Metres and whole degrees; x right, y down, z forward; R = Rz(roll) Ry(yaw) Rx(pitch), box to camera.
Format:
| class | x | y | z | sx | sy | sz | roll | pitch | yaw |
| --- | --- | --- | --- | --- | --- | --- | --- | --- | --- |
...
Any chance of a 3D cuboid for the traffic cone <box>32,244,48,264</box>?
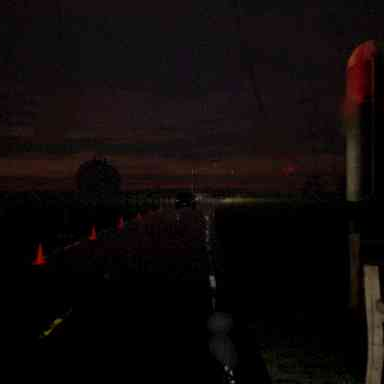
| class | x | y | z | sx | sy | sz | roll | pitch | yaw |
| --- | --- | --- | --- | --- | --- | --- | --- | --- | --- |
| traffic cone | -4.673 | 1.887 | 10.250 | 0.340 | 0.580 | 0.340 | 0 | 0 | 2 |

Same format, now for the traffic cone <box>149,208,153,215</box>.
| class | x | y | z | sx | sy | sz | roll | pitch | yaw |
| --- | --- | --- | --- | --- | --- | --- | --- | --- | --- |
| traffic cone | -3.723 | 1.763 | 30.330 | 0.340 | 0.580 | 0.340 | 0 | 0 | 4 |

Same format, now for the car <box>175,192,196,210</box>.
| class | x | y | z | sx | sy | sz | roll | pitch | yaw |
| --- | --- | --- | --- | --- | --- | --- | --- | --- | --- |
| car | -0.676 | 0.974 | 39.483 | 2.150 | 2.045 | 5.566 | 0 | 0 | 4 |

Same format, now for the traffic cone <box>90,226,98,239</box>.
| class | x | y | z | sx | sy | sz | roll | pitch | yaw |
| --- | --- | --- | --- | --- | --- | --- | --- | --- | --- |
| traffic cone | -4.515 | 1.856 | 15.273 | 0.340 | 0.580 | 0.340 | 0 | 0 | 2 |

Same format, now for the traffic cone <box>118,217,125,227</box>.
| class | x | y | z | sx | sy | sz | roll | pitch | yaw |
| --- | --- | --- | --- | --- | --- | --- | --- | --- | --- |
| traffic cone | -4.304 | 1.825 | 20.295 | 0.340 | 0.580 | 0.340 | 0 | 0 | 3 |
